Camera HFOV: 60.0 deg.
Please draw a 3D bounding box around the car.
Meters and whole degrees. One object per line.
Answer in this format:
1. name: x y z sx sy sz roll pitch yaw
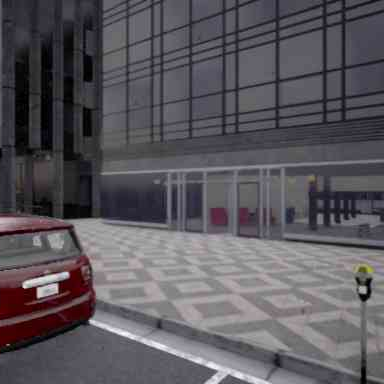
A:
1. car: -3.730 1.291 5.506 5.009 1.841 2.192 0 0 35
